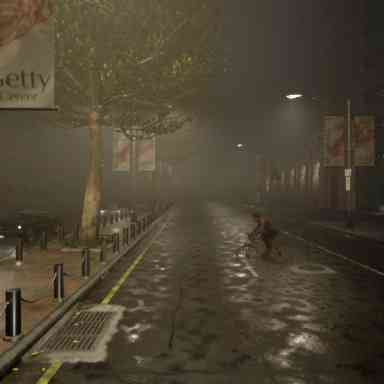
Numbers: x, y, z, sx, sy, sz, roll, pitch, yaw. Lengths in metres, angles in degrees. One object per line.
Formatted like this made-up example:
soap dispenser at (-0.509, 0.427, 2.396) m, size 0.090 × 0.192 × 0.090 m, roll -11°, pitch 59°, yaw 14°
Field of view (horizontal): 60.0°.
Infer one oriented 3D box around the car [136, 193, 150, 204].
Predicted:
car at (-8.333, 1.220, 59.248) m, size 2.150 × 2.045 × 5.566 m, roll 0°, pitch 0°, yaw 0°

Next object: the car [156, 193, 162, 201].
car at (-8.326, 1.524, 74.773) m, size 1.812 × 1.442 × 4.674 m, roll 0°, pitch 0°, yaw 0°

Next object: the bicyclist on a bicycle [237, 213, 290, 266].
bicyclist on a bicycle at (2.165, 1.454, 10.142) m, size 1.656 × 1.620 × 0.582 m, roll -2°, pitch 0°, yaw 0°

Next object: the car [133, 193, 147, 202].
car at (-11.832, 1.225, 75.976) m, size 2.150 × 2.045 × 5.566 m, roll 0°, pitch 0°, yaw 0°

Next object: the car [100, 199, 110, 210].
car at (-11.782, 1.564, 42.354) m, size 1.994 × 1.385 × 4.181 m, roll 0°, pitch 0°, yaw 0°

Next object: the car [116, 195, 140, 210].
car at (-8.281, 1.505, 42.273) m, size 1.837 × 1.490 × 4.892 m, roll 0°, pitch 0°, yaw 0°

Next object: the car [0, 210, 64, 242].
car at (-8.135, 1.601, 16.451) m, size 1.895 × 1.301 × 4.718 m, roll 0°, pitch 0°, yaw 0°

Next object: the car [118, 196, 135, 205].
car at (-11.830, 1.492, 60.438) m, size 2.128 × 1.511 × 4.902 m, roll 0°, pitch 0°, yaw 0°

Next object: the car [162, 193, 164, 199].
car at (-8.393, 1.213, 89.907) m, size 2.150 × 2.045 × 5.566 m, roll 0°, pitch 0°, yaw 0°

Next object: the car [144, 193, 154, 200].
car at (-11.901, 1.297, 91.569) m, size 2.097 × 1.767 × 4.553 m, roll 0°, pitch 0°, yaw 0°

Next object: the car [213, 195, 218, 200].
car at (6.337, 1.595, 94.091) m, size 1.895 × 1.301 × 4.718 m, roll 0°, pitch 0°, yaw 0°

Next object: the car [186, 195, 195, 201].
car at (-0.369, 1.478, 84.492) m, size 1.882 × 1.535 × 5.008 m, roll 0°, pitch 0°, yaw 0°

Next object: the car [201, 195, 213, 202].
car at (3.167, 1.540, 76.276) m, size 2.033 × 1.411 × 5.357 m, roll 0°, pitch 0°, yaw 0°
